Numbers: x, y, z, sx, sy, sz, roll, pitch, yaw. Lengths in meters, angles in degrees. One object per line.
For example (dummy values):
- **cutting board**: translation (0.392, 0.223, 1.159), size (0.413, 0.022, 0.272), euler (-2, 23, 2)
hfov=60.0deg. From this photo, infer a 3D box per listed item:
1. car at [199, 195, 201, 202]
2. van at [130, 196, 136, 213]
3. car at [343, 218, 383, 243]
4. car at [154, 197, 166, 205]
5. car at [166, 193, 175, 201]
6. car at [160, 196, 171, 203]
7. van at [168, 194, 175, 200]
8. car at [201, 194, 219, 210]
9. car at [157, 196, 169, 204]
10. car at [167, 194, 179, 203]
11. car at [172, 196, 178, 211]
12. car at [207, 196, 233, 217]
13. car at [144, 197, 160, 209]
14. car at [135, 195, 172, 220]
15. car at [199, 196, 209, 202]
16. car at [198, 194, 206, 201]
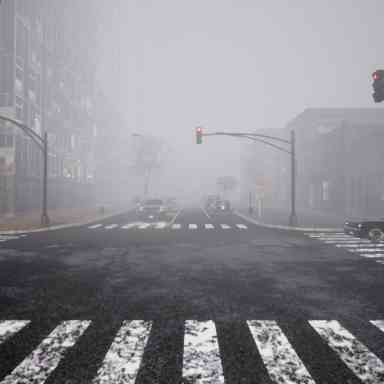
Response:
- **car**: translation (2.707, 1.321, 65.067), size (2.192, 1.841, 5.009), euler (1, 0, 0)
- **van**: translation (-5.673, 1.346, 36.658), size (1.690, 1.788, 3.998), euler (1, 0, 0)
- **car**: translation (9.518, 1.532, 15.045), size (4.718, 1.301, 1.895), euler (-1, -1, 5)
- **car**: translation (-5.678, 1.587, 59.354), size (1.802, 1.307, 4.206), euler (1, 0, 0)
- **car**: translation (-5.673, 1.321, 87.724), size (2.192, 1.841, 5.009), euler (1, 0, 0)
- **car**: translation (-5.678, 1.572, 70.702), size (1.947, 1.339, 4.313), euler (1, 0, 0)
- **van**: translation (-5.674, 1.347, 93.398), size (1.690, 1.788, 3.998), euler (1, 0, 0)
- **car**: translation (2.707, 1.320, 42.371), size (2.192, 1.841, 5.009), euler (1, 0, 0)
- **car**: translation (-5.678, 1.572, 65.028), size (1.947, 1.339, 4.313), euler (1, 0, 0)
- **car**: translation (-3.086, 1.531, 51.101), size (1.812, 1.442, 4.674), euler (0, 0, 0)
- **car**: translation (-3.097, 1.552, 38.602), size (2.033, 1.411, 5.357), euler (0, 0, 1)
- **car**: translation (2.705, 1.444, 31.023), size (1.967, 1.590, 4.097), euler (1, 0, 0)
- **car**: translation (-5.677, 1.530, 47.836), size (1.752, 1.417, 4.829), euler (1, 0, 0)
- **car**: translation (-3.133, 1.356, 28.167), size (2.097, 1.767, 4.553), euler (0, 0, 1)
- **car**: translation (2.702, 1.572, 76.415), size (1.947, 1.339, 4.313), euler (1, 0, 0)
- **car**: translation (2.704, 1.446, 87.762), size (1.967, 1.590, 4.097), euler (1, 0, 0)
